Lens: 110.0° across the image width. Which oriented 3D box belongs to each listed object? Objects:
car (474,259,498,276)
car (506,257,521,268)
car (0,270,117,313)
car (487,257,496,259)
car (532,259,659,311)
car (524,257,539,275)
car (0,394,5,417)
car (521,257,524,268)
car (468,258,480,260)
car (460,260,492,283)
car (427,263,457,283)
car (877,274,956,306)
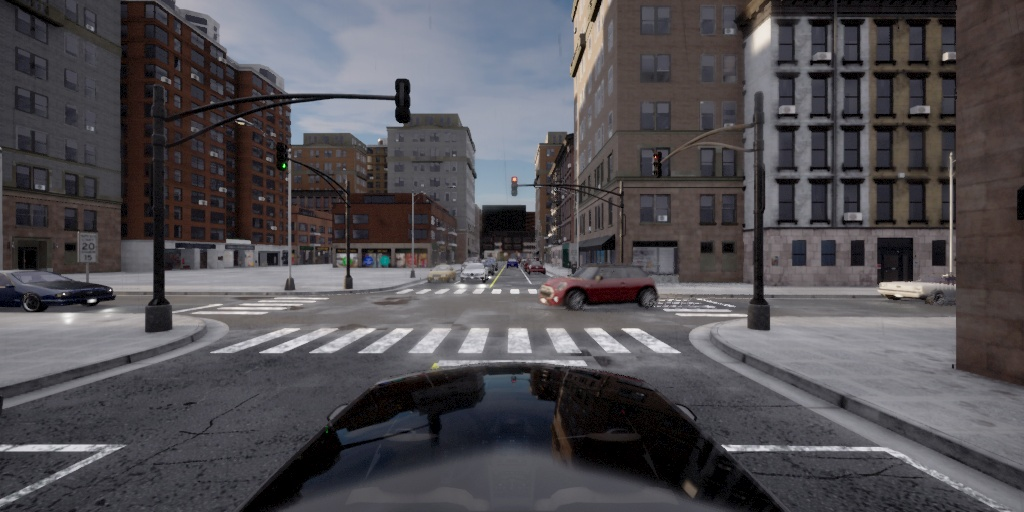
[{"bbox_3d":[-2.850,1.315,37.898,1.994,1.385,4.181,0,0,1],"label":"car"},{"bbox_3d":[0.083,1.231,60.660,1.882,1.535,5.008,0,0,0],"label":"car"},{"bbox_3d":[-17.807,1.216,12.935,5.357,1.411,2.033,0,0,0],"label":"car"},{"bbox_3d":[-2.852,1.243,48.094,2.128,1.511,4.902,0,0,0],"label":"car"},{"bbox_3d":[3.381,1.117,14.253,4.553,1.767,2.097,0,0,-15],"label":"car"},{"bbox_3d":[2.624,1.191,39.462,1.967,1.591,4.097,0,0,0],"label":"car"},{"bbox_3d":[-5.388,1.300,1.290,2.007,1.370,4.403,0,0,0],"label":"car"},{"bbox_3d":[2.621,1.066,45.124,2.192,1.841,5.009,0,0,0],"label":"car"},{"bbox_3d":[-5.404,1.302,45.121,2.007,1.370,4.403,0,0,0],"label":"car"},{"bbox_3d":[-2.856,1.276,28.106,1.812,1.442,4.674,0,0,0],"label":"car"},{"bbox_3d":[-5.397,1.276,27.965,1.751,1.417,4.829,0,0,0],"label":"car"},{"bbox_3d":[19.370,1.457,15.933,4.718,1.301,1.895,0,0,0],"label":"car"}]
